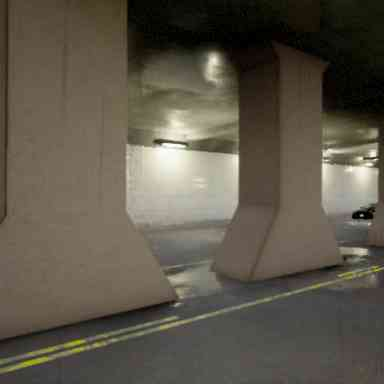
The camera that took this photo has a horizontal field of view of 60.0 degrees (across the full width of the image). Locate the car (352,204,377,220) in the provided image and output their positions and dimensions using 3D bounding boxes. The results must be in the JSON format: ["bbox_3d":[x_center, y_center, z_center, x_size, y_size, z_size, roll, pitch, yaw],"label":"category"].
[{"bbox_3d":[15.152,1.693,27.689,4.181,1.385,1.994,0,0,-35],"label":"car"}]
